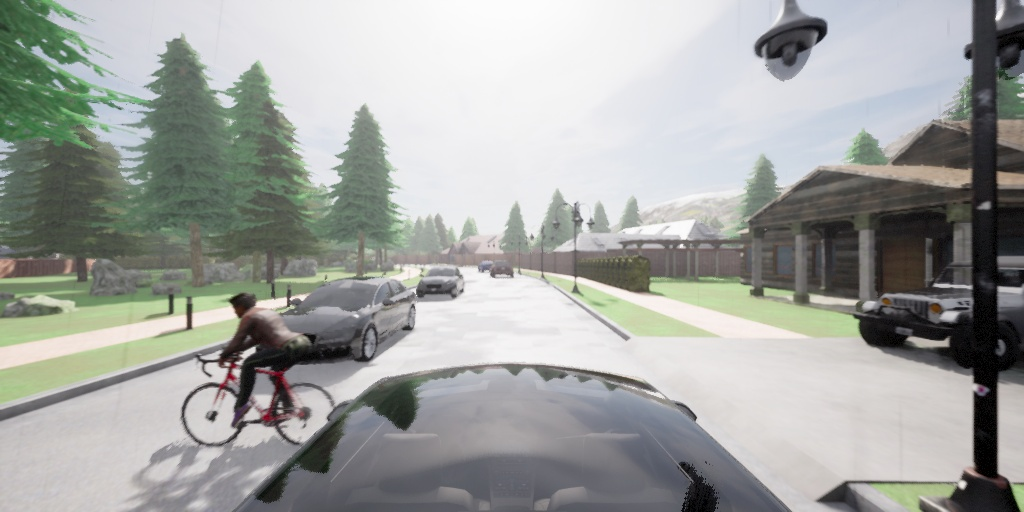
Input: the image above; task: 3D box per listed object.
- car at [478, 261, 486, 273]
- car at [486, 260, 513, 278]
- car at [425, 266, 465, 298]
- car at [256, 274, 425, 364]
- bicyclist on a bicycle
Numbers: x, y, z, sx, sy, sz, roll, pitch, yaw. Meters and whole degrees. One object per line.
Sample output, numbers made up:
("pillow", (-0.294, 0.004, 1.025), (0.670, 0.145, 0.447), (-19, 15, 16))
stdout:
("car", (-3.321, 1.367, 47.411), (1.882, 1.535, 5.008), (0, 0, -14))
("car", (-1.138, 1.211, 36.509), (2.097, 1.767, 4.553), (0, 0, -8))
("car", (-3.626, 1.308, 18.969), (1.837, 1.490, 4.892), (0, 0, 0))
("car", (-3.598, 1.274, 8.309), (1.837, 1.490, 4.892), (0, 0, 0))
("bicyclist on a bicycle", (-2.663, 1.209, 3.769), (1.656, 1.620, 0.582), (-1, 0, 0))
